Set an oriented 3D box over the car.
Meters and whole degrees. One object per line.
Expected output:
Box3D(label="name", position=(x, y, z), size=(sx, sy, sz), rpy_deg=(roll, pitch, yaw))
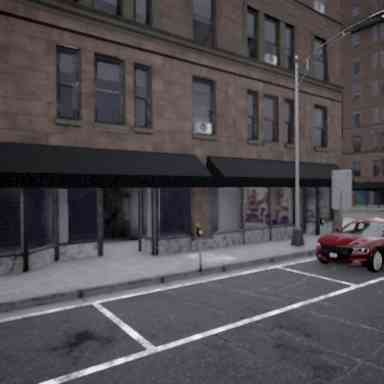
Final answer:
Box3D(label="car", position=(5.819, 1.538, 10.690), size=(4.507, 1.381, 1.887), rpy_deg=(0, -1, -35))
